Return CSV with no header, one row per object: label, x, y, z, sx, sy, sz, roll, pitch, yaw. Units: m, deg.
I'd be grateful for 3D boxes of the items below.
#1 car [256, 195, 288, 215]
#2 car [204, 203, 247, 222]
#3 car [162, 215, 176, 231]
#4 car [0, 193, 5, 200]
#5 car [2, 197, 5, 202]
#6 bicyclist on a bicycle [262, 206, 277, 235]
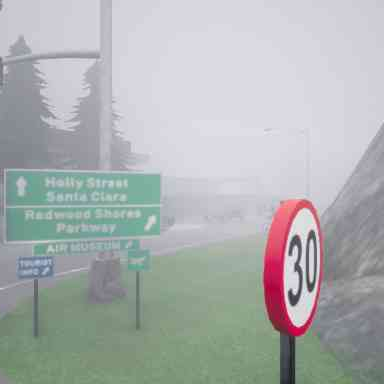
car,9.026,1.413,36.639,2.150,2.045,5.566,0,0,36
car,2.902,1.683,28.298,2.128,1.511,4.902,0,0,36
car,-3.145,1.792,20.044,1.895,1.301,4.718,0,0,36
car,-38.316,1.489,70.119,4.514,1.523,2.007,0,0,35
car,-12.266,1.505,26.086,1.905,1.878,3.866,0,0,35
bicyclist on a bicycle,4.672,1.643,18.706,1.656,1.620,0.582,0,0,36
